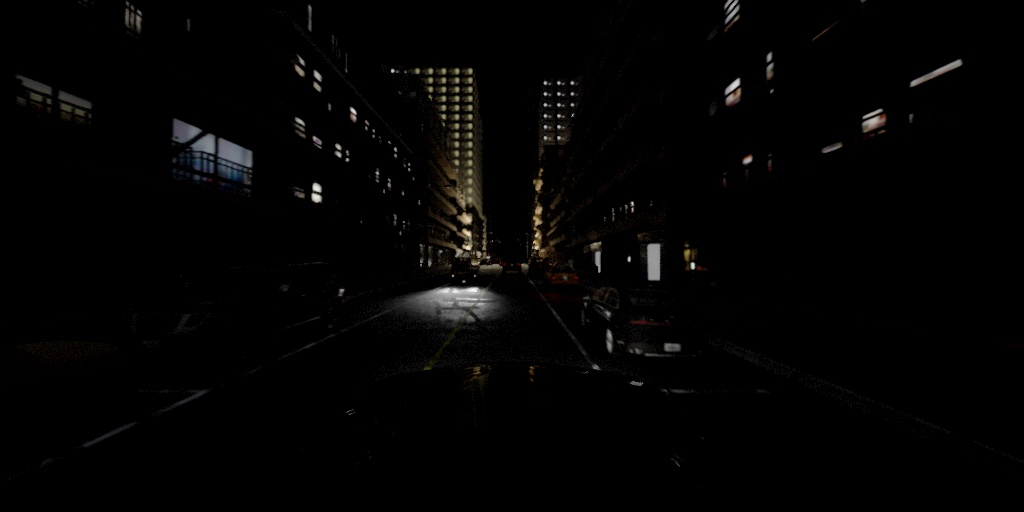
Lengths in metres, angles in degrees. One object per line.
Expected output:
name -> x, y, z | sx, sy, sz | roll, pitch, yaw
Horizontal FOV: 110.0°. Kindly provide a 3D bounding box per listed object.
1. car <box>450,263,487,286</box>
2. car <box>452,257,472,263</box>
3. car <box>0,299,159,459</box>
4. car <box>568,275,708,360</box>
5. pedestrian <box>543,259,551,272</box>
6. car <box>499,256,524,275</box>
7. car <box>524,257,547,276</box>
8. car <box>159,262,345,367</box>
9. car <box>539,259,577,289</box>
car -> -3.104, 1.350, 25.375 | 1.895, 1.301, 4.718 | 0, 0, 0
car -> -5.704, 1.061, 41.388 | 2.192, 1.841, 5.009 | 0, 0, 0
car -> -5.691, 1.275, 2.435 | 1.751, 1.417, 4.829 | 0, 0, 0
car -> 2.689, 1.301, 8.201 | 2.007, 1.370, 4.403 | 0, 0, 0
pedestrian -> 2.505, 1.044, 25.772 | 0.375, 1.860, 0.375 | 1, -1, -1
car -> 0.021, 0.972, 39.885 | 2.150, 2.045, 5.566 | 0, 0, 0
car -> 2.680, 1.063, 35.904 | 2.192, 1.841, 5.009 | 0, 0, 0
car -> -5.692, 1.064, 8.145 | 2.192, 1.841, 5.009 | 0, 0, 0
car -> 2.993, 1.206, 22.771 | 1.801, 1.575, 5.366 | 0, 0, 0
